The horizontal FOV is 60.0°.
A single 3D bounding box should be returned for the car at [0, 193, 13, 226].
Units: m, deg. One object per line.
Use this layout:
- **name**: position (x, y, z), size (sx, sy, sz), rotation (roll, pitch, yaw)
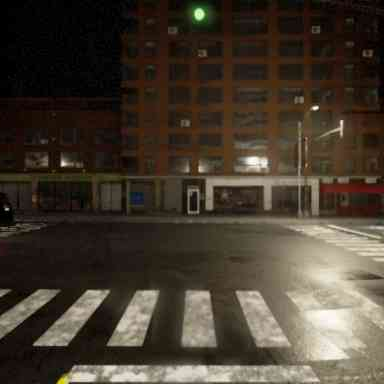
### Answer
- **car**: position (-12.888, 1.023, 18.267), size (5.566, 2.045, 2.150), rotation (0, -1, -2)
